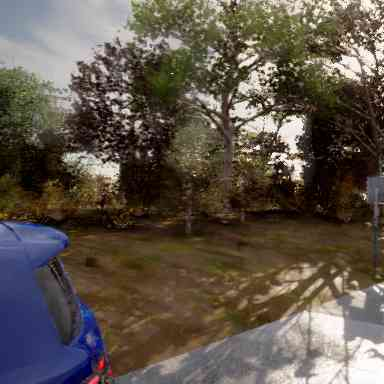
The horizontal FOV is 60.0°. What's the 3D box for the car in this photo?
[{"bbox_3d":[-2.998,1.204,0.968,5.566,2.045,2.150,0,0,-35],"label":"car"}]
